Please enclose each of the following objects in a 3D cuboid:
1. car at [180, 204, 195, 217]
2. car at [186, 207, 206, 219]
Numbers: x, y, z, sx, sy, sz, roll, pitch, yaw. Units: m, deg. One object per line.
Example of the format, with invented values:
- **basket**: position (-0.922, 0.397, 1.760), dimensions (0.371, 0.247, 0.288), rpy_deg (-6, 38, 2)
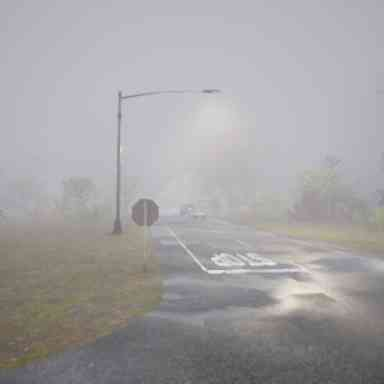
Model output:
- **car**: position (-0.687, 3.133, 57.171), dimensions (2.150, 2.045, 5.566), rpy_deg (1, -2, -8)
- **car**: position (0.700, 3.178, 47.252), dimensions (1.895, 1.301, 4.718), rpy_deg (1, -2, -8)
